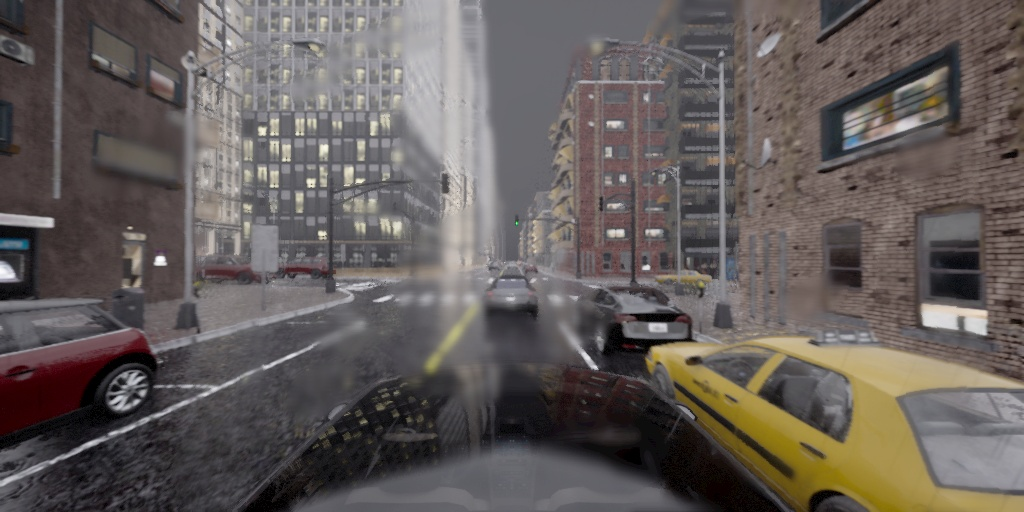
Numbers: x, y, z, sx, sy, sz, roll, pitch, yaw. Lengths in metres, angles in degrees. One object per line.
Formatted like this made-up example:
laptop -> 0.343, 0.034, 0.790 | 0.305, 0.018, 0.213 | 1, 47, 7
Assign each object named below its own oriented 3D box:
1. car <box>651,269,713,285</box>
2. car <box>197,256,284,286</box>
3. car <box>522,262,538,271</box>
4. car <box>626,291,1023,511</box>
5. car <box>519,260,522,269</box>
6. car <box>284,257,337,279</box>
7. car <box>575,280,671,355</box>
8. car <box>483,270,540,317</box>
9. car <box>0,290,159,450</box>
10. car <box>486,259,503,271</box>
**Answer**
car -> 14.625, 1.832, 31.000 | 4.829, 1.417, 1.751 | 0, 0, 0
car -> -17.580, 0.930, 22.339 | 5.009, 1.841, 2.192 | 0, 0, 0
car -> 2.732, 1.751, 50.697 | 1.802, 1.307, 4.207 | 0, 0, 0
car -> 2.689, 1.286, 3.163 | 1.751, 1.417, 4.829 | 0, 0, 0
car -> 2.680, 1.835, 63.614 | 2.007, 1.370, 4.403 | 0, 0, 0
car -> -17.715, 1.019, 30.718 | 5.009, 1.841, 2.192 | 0, 0, 0
car -> 2.688, 1.374, 8.675 | 1.948, 1.339, 4.313 | 0, 0, 0
car -> -0.012, 1.414, 13.689 | 1.994, 1.385, 4.181 | 0, -1, 0
car -> -5.692, 1.201, 2.990 | 1.967, 1.591, 4.097 | 0, 0, 0
car -> -3.055, 1.772, 61.645 | 1.837, 1.490, 4.892 | 0, 0, 1
